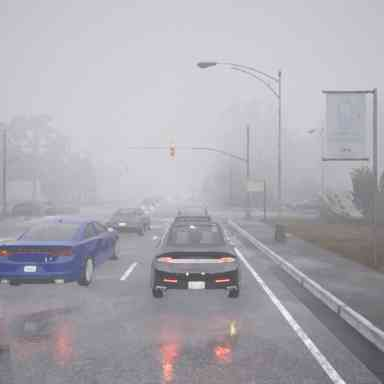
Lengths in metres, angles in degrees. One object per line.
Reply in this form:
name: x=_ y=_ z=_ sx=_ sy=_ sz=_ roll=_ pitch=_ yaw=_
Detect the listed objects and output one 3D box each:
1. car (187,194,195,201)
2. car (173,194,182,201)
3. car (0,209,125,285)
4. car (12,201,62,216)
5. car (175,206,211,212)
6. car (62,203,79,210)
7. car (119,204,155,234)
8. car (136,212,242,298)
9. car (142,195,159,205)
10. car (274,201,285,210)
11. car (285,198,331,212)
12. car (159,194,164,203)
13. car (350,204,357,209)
car: x=-0.302 y=1.518 z=85.713 sx=2.128 sy=1.511 sz=4.902 roll=0 pitch=0 yaw=0
car: x=-3.800 y=1.471 z=85.318 sx=1.882 sy=1.535 sz=5.008 roll=0 pitch=0 yaw=0
car: x=-3.432 y=1.478 z=9.513 sx=1.882 sy=1.535 sz=5.008 roll=0 pitch=0 yaw=0
car: x=-14.773 y=1.565 z=31.205 sx=4.181 sy=1.385 sz=1.994 roll=0 pitch=0 yaw=22
car: x=0.038 y=1.478 z=18.004 sx=1.882 sy=1.535 sz=5.008 roll=0 pitch=0 yaw=0
car: x=-14.715 y=1.601 z=35.942 sx=4.718 sy=1.301 sz=1.895 roll=0 pitch=0 yaw=3
car: x=-3.463 y=1.564 z=18.504 sx=1.994 sy=1.385 sz=4.181 roll=0 pitch=0 yaw=0
car: x=0.073 y=1.492 z=8.508 sx=2.128 sy=1.511 sz=4.902 roll=0 pitch=0 yaw=0
car: x=-7.278 y=1.505 z=56.623 sx=1.837 sy=1.490 sz=4.892 roll=0 pitch=0 yaw=0
car: x=12.852 y=1.491 z=41.701 sx=4.902 sy=1.511 sz=2.128 roll=0 pitch=0 yaw=3
car: x=13.570 y=1.526 z=38.143 sx=4.674 sy=1.442 sz=1.812 roll=0 pitch=0 yaw=3
car: x=-7.261 y=1.505 z=65.991 sx=1.837 sy=1.490 sz=4.892 roll=0 pitch=0 yaw=0
car: x=22.589 y=1.543 z=41.174 sx=5.357 sy=1.411 sz=2.033 roll=0 pitch=0 yaw=3
